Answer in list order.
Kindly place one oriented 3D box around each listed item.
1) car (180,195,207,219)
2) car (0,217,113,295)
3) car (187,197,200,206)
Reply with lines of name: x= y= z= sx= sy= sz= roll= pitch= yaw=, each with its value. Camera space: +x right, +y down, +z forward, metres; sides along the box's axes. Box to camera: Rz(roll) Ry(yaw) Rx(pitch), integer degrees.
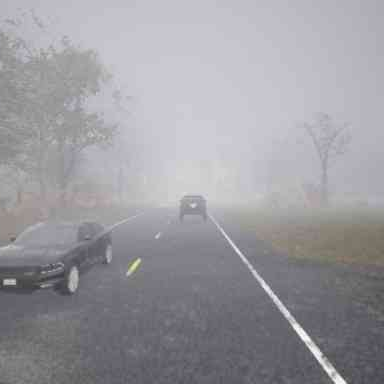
car: x=0.099 y=1.233 z=29.094 sx=2.150 sy=2.045 sz=5.566 roll=0 pitch=0 yaw=0
car: x=-3.512 y=1.482 z=8.936 sx=1.882 sy=1.535 sz=5.008 roll=0 pitch=0 yaw=0
car: x=0.234 y=1.586 z=54.443 sx=1.994 sy=1.385 sz=4.181 roll=0 pitch=0 yaw=1
